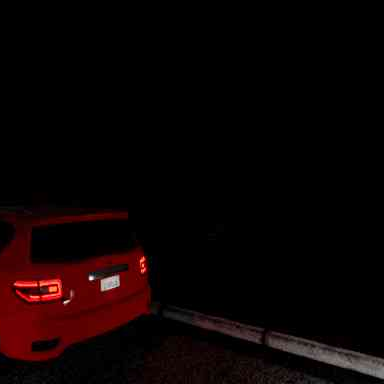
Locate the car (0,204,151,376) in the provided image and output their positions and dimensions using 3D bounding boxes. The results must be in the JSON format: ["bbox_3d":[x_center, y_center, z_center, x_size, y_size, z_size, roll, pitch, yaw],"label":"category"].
[{"bbox_3d":[-3.215,1.229,5.670,5.566,2.045,2.150,0,0,35],"label":"car"}]
